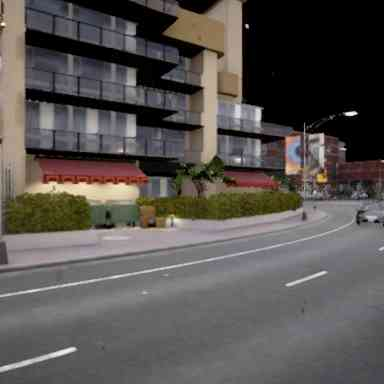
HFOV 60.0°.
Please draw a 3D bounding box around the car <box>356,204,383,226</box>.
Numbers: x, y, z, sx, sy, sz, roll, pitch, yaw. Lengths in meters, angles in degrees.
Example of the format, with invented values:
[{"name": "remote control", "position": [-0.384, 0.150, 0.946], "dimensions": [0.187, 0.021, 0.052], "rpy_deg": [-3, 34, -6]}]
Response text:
[{"name": "car", "position": [13.175, 1.611, 24.286], "dimensions": [2.128, 1.511, 4.902], "rpy_deg": [0, 0, 31]}]
